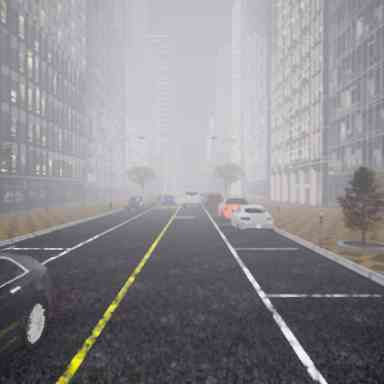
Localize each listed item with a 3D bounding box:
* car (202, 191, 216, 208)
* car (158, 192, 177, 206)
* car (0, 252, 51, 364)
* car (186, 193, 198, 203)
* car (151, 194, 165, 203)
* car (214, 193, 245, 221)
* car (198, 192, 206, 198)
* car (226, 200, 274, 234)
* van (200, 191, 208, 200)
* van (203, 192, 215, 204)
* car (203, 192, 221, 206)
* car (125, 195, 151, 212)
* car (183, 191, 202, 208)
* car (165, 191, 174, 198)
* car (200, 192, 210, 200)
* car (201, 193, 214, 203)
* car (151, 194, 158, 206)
[{"bbox_3d":[2.647,0.983,40.190,2.192,1.841,5.009,-1,0,0],"label":"car"},{"bbox_3d":[-3.125,1.103,45.397,1.882,1.535,5.008,0,0,0],"label":"car"},{"bbox_3d":[-3.104,1.477,3.313,1.837,1.490,4.892,0,0,0],"label":"car"},{"bbox_3d":[-0.023,1.021,55.236,1.882,1.535,5.008,0,0,1],"label":"car"},{"bbox_3d":[-5.745,1.092,57.235,1.947,1.339,4.313,-1,0,0],"label":"car"},{"bbox_3d":[3.092,1.147,24.891,2.097,1.767,4.553,0,0,0],"label":"car"},{"bbox_3d":[2.607,0.790,91.343,2.008,1.369,4.403,-1,0,0],"label":"car"},{"bbox_3d":[3.134,1.377,17.923,1.812,1.442,4.674,0,0,0],"label":"car"},{"bbox_3d":[2.619,0.725,74.290,1.690,1.788,3.998,-1,0,0],"label":"van"},{"bbox_3d":[2.638,0.915,51.557,1.690,1.788,3.998,-1,0,0],"label":"van"},{"bbox_3d":[2.642,0.936,45.873,2.192,1.841,5.009,-1,0,0],"label":"car"},{"bbox_3d":[-5.728,1.155,34.500,1.967,1.590,4.097,-1,0,0],"label":"car"},{"bbox_3d":[0.022,0.867,42.034,2.150,2.045,5.566,0,-1,1],"label":"car"},{"bbox_3d":[-5.771,0.602,85.650,2.192,1.841,5.009,-1,0,0],"label":"car"},{"bbox_3d":[2.624,0.872,68.608,1.967,1.590,4.097,-1,0,0],"label":"car"},{"bbox_3d":[2.634,0.967,57.241,1.967,1.590,4.097,-1,0,0],"label":"car"},{"bbox_3d":[-5.736,1.148,45.698,1.752,1.417,4.829,-1,0,0],"label":"car"}]
